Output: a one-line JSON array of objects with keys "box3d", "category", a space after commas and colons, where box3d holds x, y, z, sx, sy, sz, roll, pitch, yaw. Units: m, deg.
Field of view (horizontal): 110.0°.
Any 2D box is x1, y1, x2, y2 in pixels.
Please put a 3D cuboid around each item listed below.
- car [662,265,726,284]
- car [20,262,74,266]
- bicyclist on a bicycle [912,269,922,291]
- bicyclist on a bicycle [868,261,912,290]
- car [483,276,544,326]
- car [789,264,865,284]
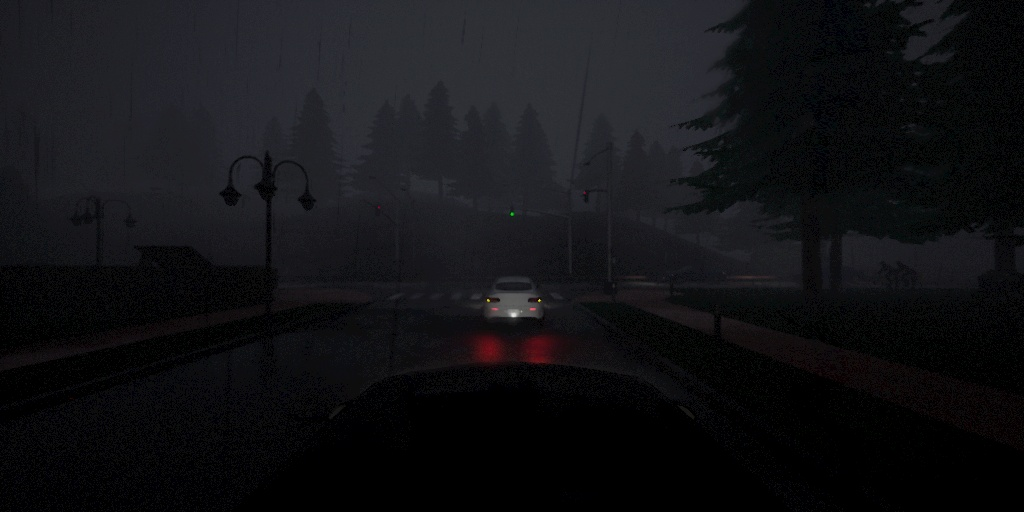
[{"box3d": [14.155, 1.434, 27.990, 4.674, 1.442, 1.812, 0, -1, 0], "category": "car"}, {"box3d": [-30.686, 1.219, 24.136, 4.553, 1.767, 2.097, 0, -1, 0], "category": "car"}, {"box3d": [21.847, 1.114, 20.058, 0.582, 1.620, 1.656, 0, -1, -13], "category": "bicyclist on a bicycle"}, {"box3d": [21.201, 1.116, 20.320, 0.582, 1.620, 1.656, 0, -1, -16], "category": "bicyclist on a bicycle"}, {"box3d": [0.057, 1.404, 12.173, 1.812, 1.442, 4.674, 0, -1, 0], "category": "car"}, {"box3d": [24.477, 1.384, 27.993, 5.008, 1.535, 1.882, 0, -1, 0], "category": "car"}]
